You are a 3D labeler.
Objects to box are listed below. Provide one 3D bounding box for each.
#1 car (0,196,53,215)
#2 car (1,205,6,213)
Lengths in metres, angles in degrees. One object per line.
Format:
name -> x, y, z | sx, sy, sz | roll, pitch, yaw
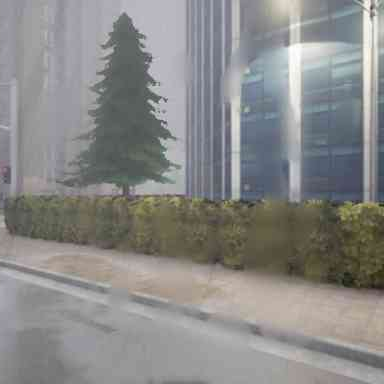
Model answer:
car -> -17.149, 1.342, 34.522 | 2.097, 1.767, 4.553 | 0, 0, 36
car -> -15.068, 1.517, 31.395 | 1.812, 1.442, 4.674 | 0, 0, 36
